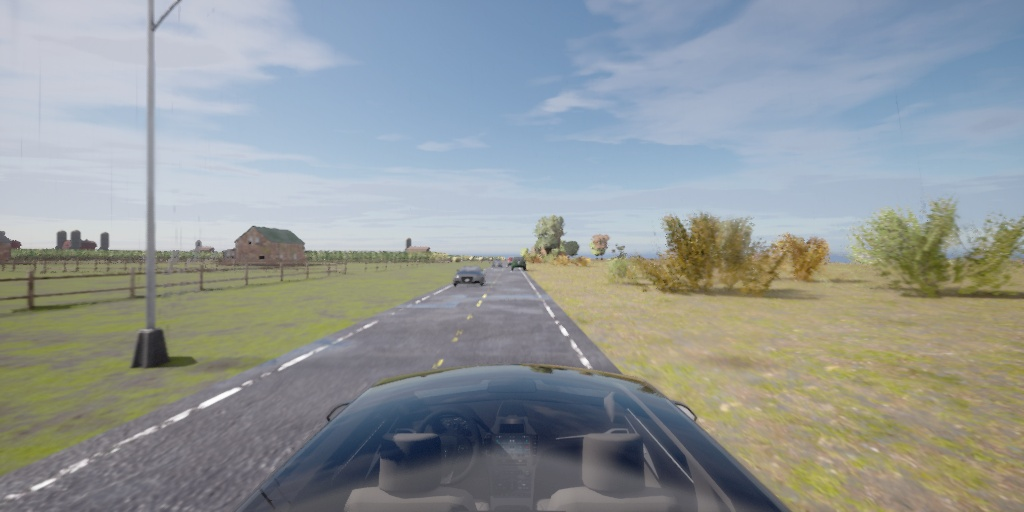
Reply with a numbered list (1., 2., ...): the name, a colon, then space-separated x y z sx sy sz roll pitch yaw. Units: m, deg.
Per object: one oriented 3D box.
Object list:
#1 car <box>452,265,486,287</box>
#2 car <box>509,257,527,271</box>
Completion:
1. car: -2.844 1.338 24.711 1.994 1.385 4.181 0 0 0
2. car: 0.969 1.109 52.712 2.150 2.045 5.566 0 0 0
